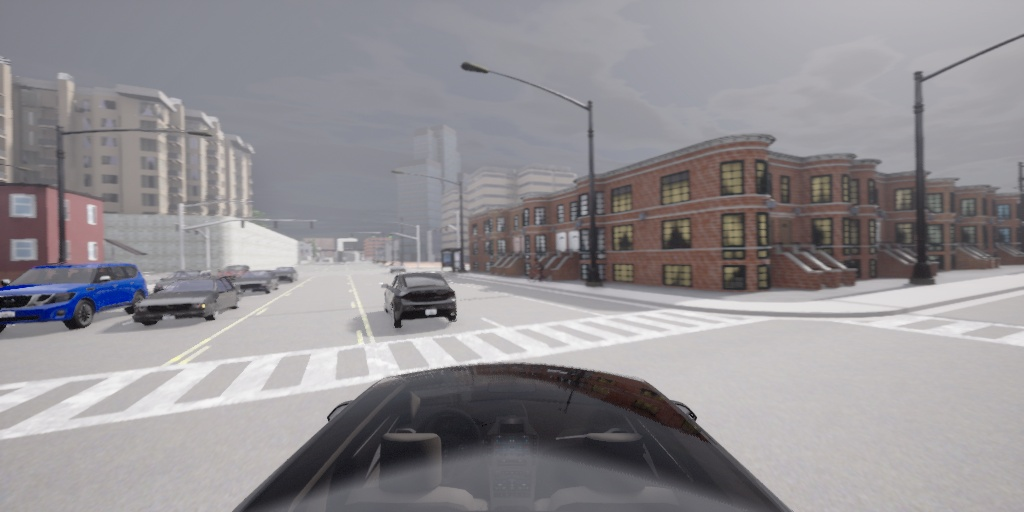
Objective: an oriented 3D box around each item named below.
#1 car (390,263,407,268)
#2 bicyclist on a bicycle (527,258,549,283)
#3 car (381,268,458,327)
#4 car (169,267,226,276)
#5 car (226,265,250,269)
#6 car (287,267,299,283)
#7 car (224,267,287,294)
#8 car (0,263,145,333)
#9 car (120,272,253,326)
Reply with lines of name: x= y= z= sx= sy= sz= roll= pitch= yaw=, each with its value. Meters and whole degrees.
car: x=-15.204 y=1.574 z=48.275 sx=1.895 sy=1.301 sz=4.718 roll=-1 pitch=0 yaw=-13
bicyclist on a bicycle: x=1.720 y=0.963 z=23.695 sx=1.656 sy=1.620 sz=0.582 roll=-2 pitch=0 yaw=-25
car: x=-3.177 y=1.300 z=12.028 sx=1.837 sy=1.490 sz=4.892 roll=-1 pitch=0 yaw=-24
car: x=-19.249 y=1.613 z=21.380 sx=2.128 sy=1.511 sz=4.902 roll=-1 pitch=0 yaw=-25
car: x=-23.494 y=1.544 z=30.497 sx=2.097 sy=1.767 sz=4.553 roll=-1 pitch=0 yaw=-25
car: x=-20.434 y=1.670 z=32.227 sx=2.033 sy=1.411 sz=5.357 roll=-1 pitch=0 yaw=-25
car: x=-15.957 y=1.595 z=22.592 sx=2.033 sy=1.411 sz=5.357 roll=-1 pitch=0 yaw=-25
car: x=-15.017 y=1.272 z=12.328 sx=2.150 sy=2.045 sz=5.566 roll=-1 pitch=0 yaw=-25
car: x=-11.642 y=1.523 z=13.371 sx=2.033 sy=1.411 sz=5.357 roll=-1 pitch=0 yaw=-25
